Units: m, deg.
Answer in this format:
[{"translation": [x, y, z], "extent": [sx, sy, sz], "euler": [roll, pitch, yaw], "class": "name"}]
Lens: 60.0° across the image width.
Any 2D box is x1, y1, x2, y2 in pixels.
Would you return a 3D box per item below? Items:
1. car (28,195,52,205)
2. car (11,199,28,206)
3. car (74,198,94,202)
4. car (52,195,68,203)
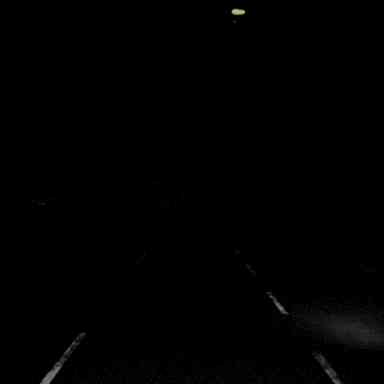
[{"translation": [-24.497, 1.476, 55.300], "extent": [2.150, 2.045, 5.566], "euler": [0, 0, 0], "class": "car"}, {"translation": [-27.977, 1.867, 55.298], "extent": [1.895, 1.301, 4.718], "euler": [0, 0, 1], "class": "car"}, {"translation": [-17.497, 1.740, 55.327], "extent": [1.882, 1.535, 5.008], "euler": [0, 0, 0], "class": "car"}, {"translation": [-20.997, 1.469, 55.303], "extent": [1.895, 1.301, 4.718], "euler": [0, 0, 0], "class": "car"}]
